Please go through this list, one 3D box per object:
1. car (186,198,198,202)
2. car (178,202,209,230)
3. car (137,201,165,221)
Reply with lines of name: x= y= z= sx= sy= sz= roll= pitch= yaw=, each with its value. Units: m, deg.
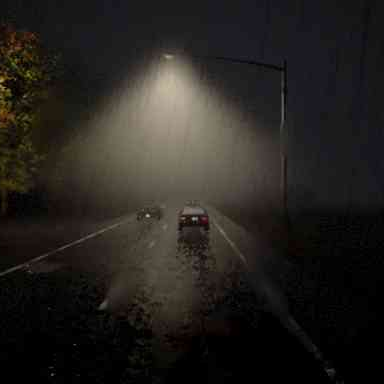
car: x=0.089 y=1.638 z=48.252 sx=2.033 sy=1.411 sz=5.357 roll=0 pitch=0 yaw=0
car: x=0.094 y=1.591 z=21.485 sx=2.033 sy=1.411 sz=5.357 roll=0 pitch=0 yaw=0
car: x=-3.407 y=1.562 z=28.083 sx=1.837 sy=1.490 sz=4.892 roll=0 pitch=0 yaw=0
